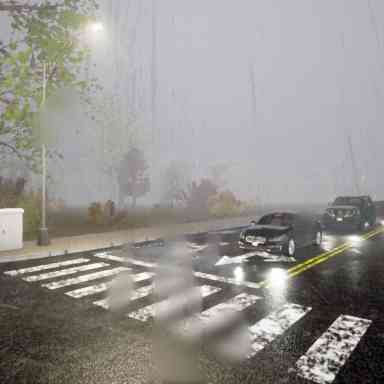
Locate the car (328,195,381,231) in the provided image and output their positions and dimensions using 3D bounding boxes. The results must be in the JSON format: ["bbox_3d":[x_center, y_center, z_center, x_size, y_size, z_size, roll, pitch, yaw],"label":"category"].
[{"bbox_3d":[10.327,1.247,21.556,2.150,2.045,5.566,0,0,39],"label":"car"}]

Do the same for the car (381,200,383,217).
[{"bbox_3d":[16.700,1.514,29.526,1.882,1.535,5.008,0,0,38],"label":"car"}]

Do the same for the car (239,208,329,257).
[{"bbox_3d":[3.651,1.518,13.188,1.837,1.490,4.892,0,0,39],"label":"car"}]
